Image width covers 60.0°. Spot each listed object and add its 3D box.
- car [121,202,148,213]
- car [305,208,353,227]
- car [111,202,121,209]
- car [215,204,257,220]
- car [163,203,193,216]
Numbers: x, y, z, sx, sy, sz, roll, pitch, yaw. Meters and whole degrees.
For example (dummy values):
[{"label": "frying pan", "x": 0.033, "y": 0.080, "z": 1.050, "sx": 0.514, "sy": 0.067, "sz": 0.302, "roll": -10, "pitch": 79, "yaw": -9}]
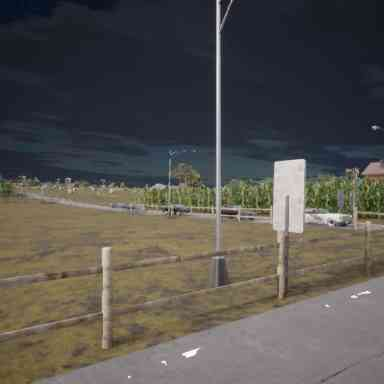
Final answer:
[{"label": "car", "x": -8.468, "y": 2.383, "z": 51.257, "sx": 2.128, "sy": 1.511, "sz": 4.902, "roll": 3, "pitch": -2, "yaw": -35}, {"label": "car", "x": 9.786, "y": 1.919, "z": 25.613, "sx": 1.895, "sy": 1.301, "sz": 4.718, "roll": 3, "pitch": -3, "yaw": -37}, {"label": "car", "x": -14.163, "y": 2.596, "z": 64.238, "sx": 1.994, "sy": 1.385, "sz": 4.181, "roll": 3, "pitch": -1, "yaw": -35}, {"label": "car", "x": 4.331, "y": 2.020, "z": 33.206, "sx": 1.837, "sy": 1.490, "sz": 4.892, "roll": 3, "pitch": -3, "yaw": -36}, {"label": "car", "x": -1.779, "y": 2.207, "z": 41.791, "sx": 1.882, "sy": 1.535, "sz": 5.008, "roll": 3, "pitch": -3, "yaw": -35}]
